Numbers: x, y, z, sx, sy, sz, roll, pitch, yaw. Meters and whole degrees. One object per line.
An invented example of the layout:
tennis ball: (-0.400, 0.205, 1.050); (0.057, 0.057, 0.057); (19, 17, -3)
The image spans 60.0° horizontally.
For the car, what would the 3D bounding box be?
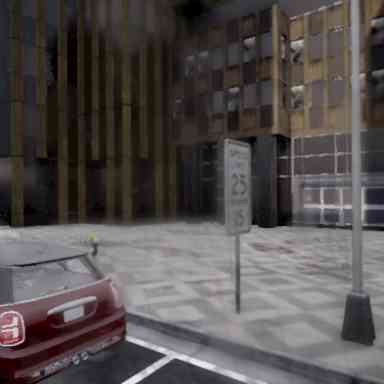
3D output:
car: (-2.984, 1.495, 5.091); (4.097, 1.590, 1.967); (-1, 0, 36)
